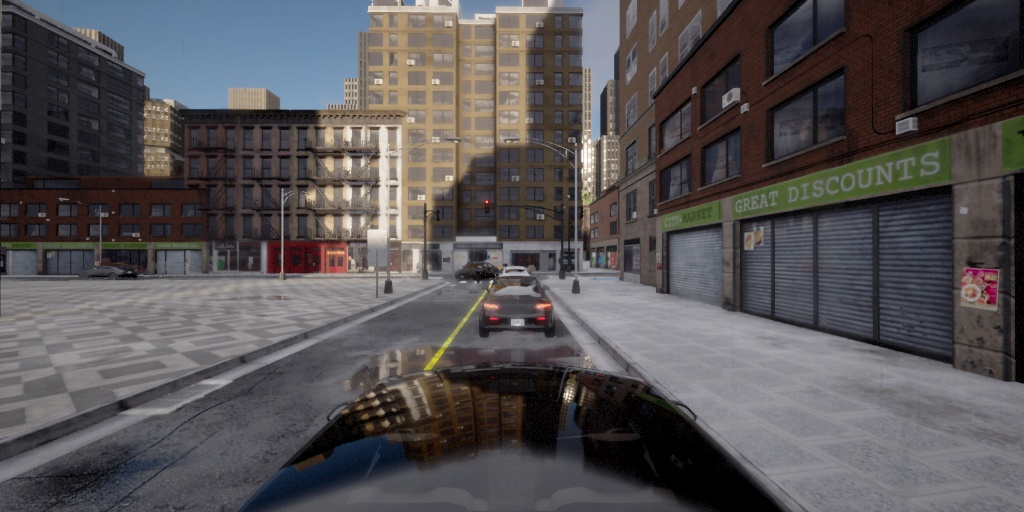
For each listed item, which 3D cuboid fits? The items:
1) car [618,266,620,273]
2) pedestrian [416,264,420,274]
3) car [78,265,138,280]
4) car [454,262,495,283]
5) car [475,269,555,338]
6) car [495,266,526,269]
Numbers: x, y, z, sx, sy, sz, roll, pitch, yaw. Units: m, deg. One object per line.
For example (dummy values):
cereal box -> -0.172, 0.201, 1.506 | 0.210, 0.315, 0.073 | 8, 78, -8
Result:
car -> 12.965, 1.106, 35.470 | 4.902, 1.511, 2.128 | 0, 0, -1
pedestrian -> -10.050, 0.969, 38.287 | 0.375, 1.860, 0.375 | 0, 0, -1
car -> -39.306, 1.581, 34.972 | 4.181, 1.385, 1.994 | 0, 0, -1
car -> -2.717, 1.218, 27.930 | 1.882, 1.535, 5.008 | -2, -1, 20
car -> 0.119, 1.274, 10.089 | 1.812, 1.442, 4.674 | 0, 0, 0
car -> 0.145, 1.269, 19.870 | 1.812, 1.442, 4.674 | 0, 0, -1
